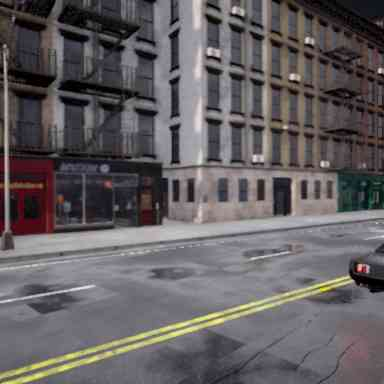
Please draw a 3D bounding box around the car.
[{"bbox_3d":[5.611,1.549,7.441,4.718,1.301,1.895,0,0,-36],"label":"car"}]
